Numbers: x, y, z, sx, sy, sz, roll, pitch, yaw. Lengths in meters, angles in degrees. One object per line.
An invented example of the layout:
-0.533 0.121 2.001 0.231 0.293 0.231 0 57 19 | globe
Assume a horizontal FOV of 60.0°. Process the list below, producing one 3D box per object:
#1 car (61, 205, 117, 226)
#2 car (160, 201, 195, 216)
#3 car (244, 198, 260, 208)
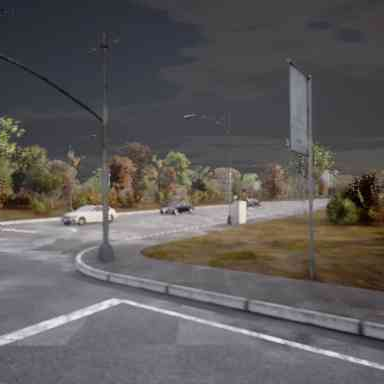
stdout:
-7.968 1.766 26.105 1.812 1.442 4.674 -1 0 32 | car
-1.564 1.736 36.350 2.128 1.511 4.902 -1 0 32 | car
9.506 1.780 53.885 1.812 1.442 4.674 -1 -1 33 | car
